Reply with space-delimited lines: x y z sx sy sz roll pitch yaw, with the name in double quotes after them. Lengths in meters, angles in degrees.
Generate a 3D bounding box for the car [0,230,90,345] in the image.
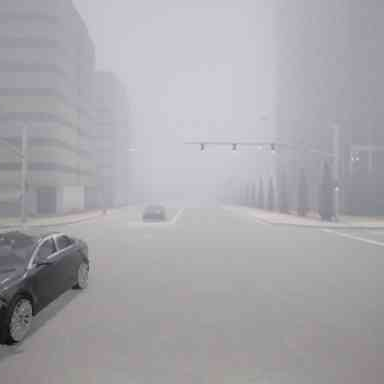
-3.493 1.558 6.551 2.128 1.511 4.902 0 -1 0 "car"

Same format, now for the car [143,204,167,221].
-3.452 1.893 31.458 1.882 1.535 5.008 0 -1 0 "car"
